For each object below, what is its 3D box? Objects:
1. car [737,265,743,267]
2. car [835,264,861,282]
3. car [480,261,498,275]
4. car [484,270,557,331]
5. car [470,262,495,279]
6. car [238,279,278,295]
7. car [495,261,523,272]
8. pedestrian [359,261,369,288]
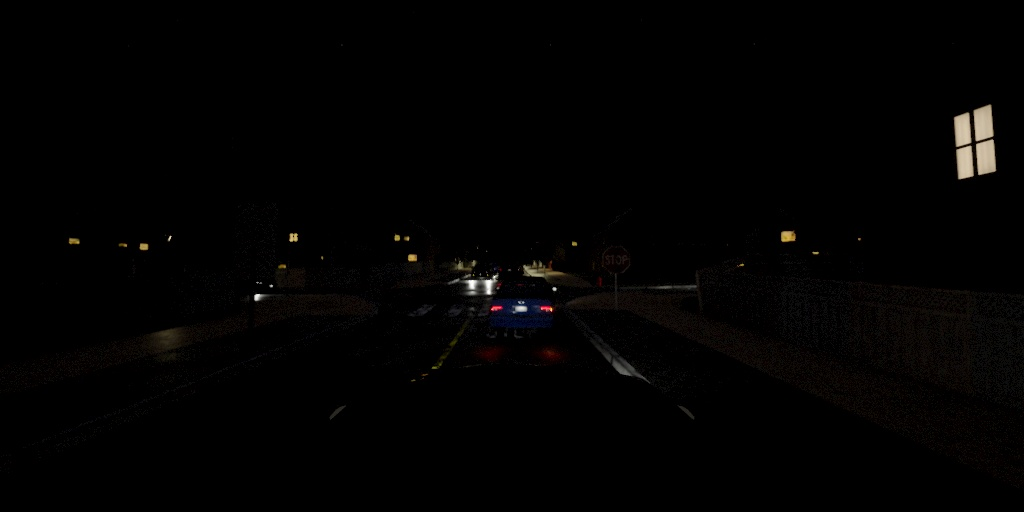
[{"bbox_3d":[15.695,1.348,23.996,5.008,1.535,1.882,0,-3,-14],"label":"car"},{"bbox_3d":[24.793,1.336,26.572,4.892,1.490,1.837,0,-3,-19],"label":"car"},{"bbox_3d":[-2.770,1.434,43.658,1.882,1.535,5.008,0,0,0],"label":"car"},{"bbox_3d":[0.417,1.331,11.167,2.033,1.411,5.357,0,0,4],"label":"car"},{"bbox_3d":[-2.794,1.403,34.099,1.837,1.490,4.892,0,0,0],"label":"car"},{"bbox_3d":[-14.378,1.246,17.912,4.892,1.490,1.837,0,-3,2],"label":"car"},{"bbox_3d":[-0.078,1.242,32.757,2.097,1.767,4.553,0,0,3],"label":"car"},{"bbox_3d":[-9.779,1.195,23.601,0.375,1.860,0.375,0,-3,-1],"label":"pedestrian"}]
